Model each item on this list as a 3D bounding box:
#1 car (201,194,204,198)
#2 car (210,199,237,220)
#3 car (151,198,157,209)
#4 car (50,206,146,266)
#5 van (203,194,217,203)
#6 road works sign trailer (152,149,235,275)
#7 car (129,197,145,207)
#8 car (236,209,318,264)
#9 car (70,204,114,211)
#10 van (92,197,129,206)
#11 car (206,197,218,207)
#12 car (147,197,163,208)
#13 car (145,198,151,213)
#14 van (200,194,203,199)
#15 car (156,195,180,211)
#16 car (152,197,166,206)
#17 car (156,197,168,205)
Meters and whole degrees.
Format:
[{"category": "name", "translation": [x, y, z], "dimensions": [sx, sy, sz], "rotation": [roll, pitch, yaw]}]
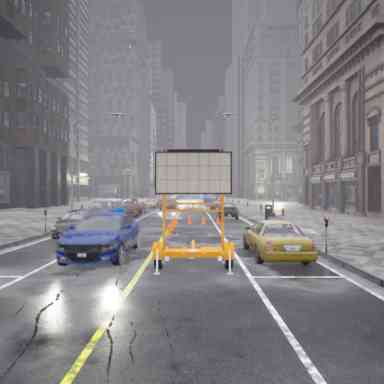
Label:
[{"category": "car", "translation": [3.057, 1.556, 61.148], "dimensions": [1.887, 1.381, 4.507], "rotation": [0, 0, 0]}, {"category": "car", "translation": [2.900, 1.555, 27.999], "dimensions": [2.008, 1.369, 4.403], "rotation": [0, 0, 0]}, {"category": "car", "translation": [-5.571, 1.533, 44.459], "dimensions": [1.752, 1.417, 4.829], "rotation": [0, 0, 0]}, {"category": "car", "translation": [-3.047, 1.479, 11.729], "dimensions": [1.882, 1.535, 5.008], "rotation": [0, 0, 0]}, {"category": "van", "translation": [3.006, 1.350, 50.099], "dimensions": [1.690, 1.788, 3.998], "rotation": [0, 0, 0]}, {"category": "road works sign trailer", "translation": [0.047, 0.466, 10.474], "dimensions": [2.380, 3.560, 2.880], "rotation": [0, 0, 0]}, {"category": "car", "translation": [-5.641, 1.319, 28.053], "dimensions": [2.192, 1.841, 5.009], "rotation": [0, 0, 0]}, {"category": "car", "translation": [2.823, 1.527, 11.594], "dimensions": [1.752, 1.417, 4.829], "rotation": [0, 0, 0]}, {"category": "car", "translation": [-5.690, 1.553, 17.002], "dimensions": [2.008, 1.369, 4.403], "rotation": [0, 0, 0]}, {"category": "van", "translation": [-5.665, 1.345, 22.528], "dimensions": [1.690, 1.788, 3.998], "rotation": [0, 0, 0]}, {"category": "car", "translation": [2.952, 1.588, 39.048], "dimensions": [1.802, 1.307, 4.206], "rotation": [0, 0, 0]}, {"category": "car", "translation": [-5.546, 1.553, 50.155], "dimensions": [1.887, 1.381, 4.507], "rotation": [0, 0, 0]}, {"category": "car", "translation": [-5.618, 1.550, 33.578], "dimensions": [1.887, 1.381, 4.507], "rotation": [0, 0, 0]}, {"category": "van", "translation": [3.084, 1.355, 66.673], "dimensions": [1.690, 1.788, 3.998], "rotation": [0, 0, 0]}, {"category": "car", "translation": [-2.818, 1.510, 39.986], "dimensions": [1.837, 1.490, 4.892], "rotation": [0, 0, 0]}, {"category": "car", "translation": [-5.522, 1.555, 55.680], "dimensions": [1.887, 1.381, 4.507], "rotation": [0, 0, 0]}, {"category": "car", "translation": [-5.498, 1.556, 61.205], "dimensions": [1.887, 1.381, 4.507], "rotation": [0, 0, 0]}]
